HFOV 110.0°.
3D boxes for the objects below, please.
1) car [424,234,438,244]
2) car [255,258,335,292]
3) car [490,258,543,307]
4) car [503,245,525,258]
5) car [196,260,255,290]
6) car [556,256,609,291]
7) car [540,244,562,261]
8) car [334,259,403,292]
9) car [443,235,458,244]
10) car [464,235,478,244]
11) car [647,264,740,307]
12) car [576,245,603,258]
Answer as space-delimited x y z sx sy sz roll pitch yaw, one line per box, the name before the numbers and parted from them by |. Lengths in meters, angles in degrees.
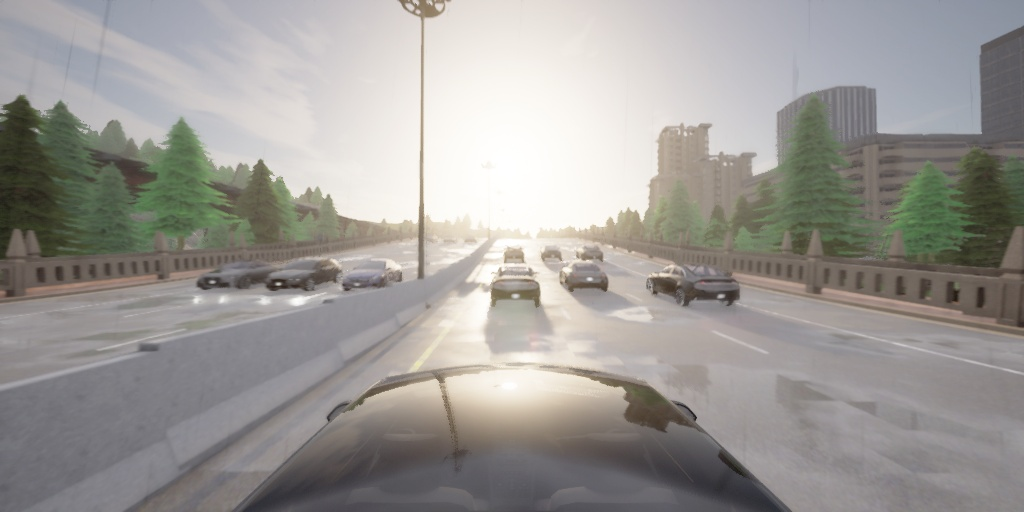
car | -13.825 -2.928 60.306 2.128 1.511 4.902 0 6 1
car | -10.545 0.886 18.609 1.837 1.490 4.892 0 3 0
car | 0.135 1.062 14.687 2.128 1.511 4.902 0 2 0
car | 0.207 -0.334 33.623 2.128 1.511 4.902 0 6 0
car | -14.045 0.930 18.795 1.994 1.385 4.181 0 3 0
car | 3.653 0.946 18.794 1.994 1.385 4.181 0 3 0
car | 3.712 -0.399 34.666 1.812 1.442 4.674 0 6 0
car | -7.046 0.907 18.627 1.812 1.442 4.674 0 3 0
car | -10.321 -2.812 60.262 1.895 1.301 4.718 0 6 1
car | -6.831 -2.856 60.349 1.994 1.385 4.181 0 6 1
car | 7.135 1.071 14.631 2.128 1.511 4.902 0 2 0
car | 7.208 -0.328 33.614 2.128 1.511 4.902 0 6 0
